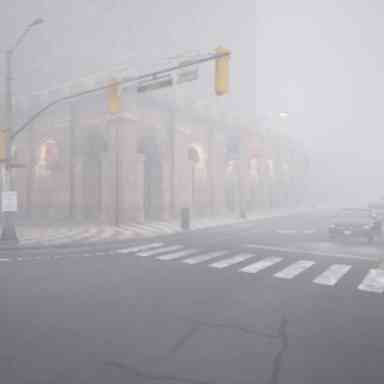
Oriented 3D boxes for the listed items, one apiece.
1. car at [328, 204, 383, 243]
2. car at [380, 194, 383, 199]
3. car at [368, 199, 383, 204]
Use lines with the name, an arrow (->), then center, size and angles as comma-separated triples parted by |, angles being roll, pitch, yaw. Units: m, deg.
car -> 8.123, 1.517, 16.396 | 1.812, 1.442, 4.674 | 0, 0, 36
car -> 19.172, 1.213, 32.012 | 2.150, 2.045, 5.566 | 0, 0, 35
car -> 13.400, 1.496, 23.866 | 1.837, 1.490, 4.892 | 0, 0, 35
